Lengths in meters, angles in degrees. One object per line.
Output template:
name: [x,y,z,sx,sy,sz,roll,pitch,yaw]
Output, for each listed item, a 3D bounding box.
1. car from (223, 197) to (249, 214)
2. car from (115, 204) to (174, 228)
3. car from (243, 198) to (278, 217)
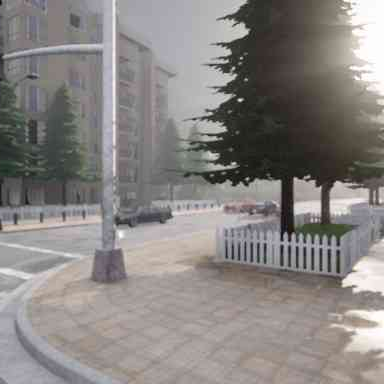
car: [5.132,1.342,35.472,2.097,1.767,4.553,0,0,34]
car: [-3.443,1.539,22.718,2.033,1.411,5.357,0,0,34]
car: [6.858,1.522,31.476,1.812,1.442,4.674,0,0,34]
